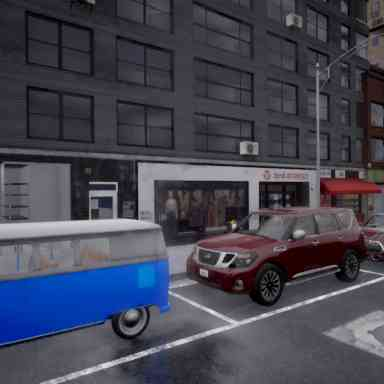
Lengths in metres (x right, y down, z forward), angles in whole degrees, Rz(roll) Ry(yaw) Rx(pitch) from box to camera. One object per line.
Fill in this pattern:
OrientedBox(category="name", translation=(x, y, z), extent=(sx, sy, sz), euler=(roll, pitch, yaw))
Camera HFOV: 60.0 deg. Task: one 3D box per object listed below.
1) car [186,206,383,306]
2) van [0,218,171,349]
OrientedBox(category="car", translation=(2.286, 1.313, 8.178), extent=(5.009, 1.841, 2.192), euler=(0, -1, -35))
OrientedBox(category="van", translation=(-2.261, 1.341, 4.934), extent=(3.998, 1.788, 1.690), euler=(0, -1, -35))
